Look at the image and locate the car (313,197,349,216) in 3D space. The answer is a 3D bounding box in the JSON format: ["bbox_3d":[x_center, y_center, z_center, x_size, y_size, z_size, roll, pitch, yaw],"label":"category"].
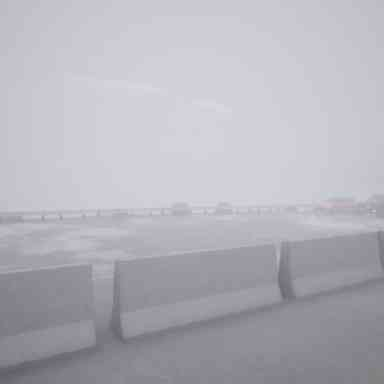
[{"bbox_3d":[13.819,1.274,31.870,4.553,1.767,2.097,0,0,-25],"label":"car"}]

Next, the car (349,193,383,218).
[{"bbox_3d":[17.114,1.150,29.592,5.566,2.045,2.150,0,0,-25],"label":"car"}]
